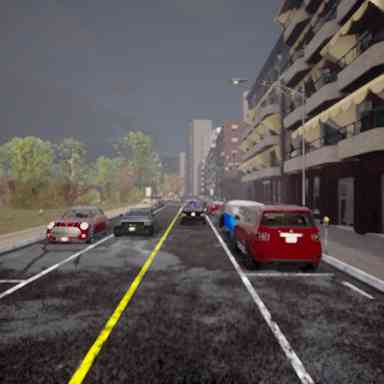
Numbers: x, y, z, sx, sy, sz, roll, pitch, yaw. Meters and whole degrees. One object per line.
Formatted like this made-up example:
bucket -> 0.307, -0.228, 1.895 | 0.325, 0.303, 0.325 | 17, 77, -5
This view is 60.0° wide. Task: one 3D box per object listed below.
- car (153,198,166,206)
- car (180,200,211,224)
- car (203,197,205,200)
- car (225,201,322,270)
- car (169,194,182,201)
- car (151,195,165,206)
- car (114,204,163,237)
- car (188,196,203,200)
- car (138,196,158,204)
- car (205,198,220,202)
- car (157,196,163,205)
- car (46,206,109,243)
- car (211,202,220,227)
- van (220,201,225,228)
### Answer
car -> -5.371, 1.624, 55.496 | 1.802, 1.307, 4.206 | 1, 0, 0
car -> 0.075, 1.561, 24.678 | 2.033, 1.411, 5.357 | 0, 0, 0
car -> 2.528, 1.591, 39.285 | 1.947, 1.339, 4.313 | 1, 0, 0
car -> 2.563, 1.320, 10.980 | 2.192, 1.841, 5.009 | 1, 0, 0
car -> -2.817, 1.015, 58.449 | 2.097, 1.767, 4.553 | 0, 0, 0
car -> -5.362, 1.351, 49.841 | 2.192, 1.841, 5.009 | 1, 0, 0
car -> -2.869, 1.573, 17.913 | 1.994, 1.385, 4.181 | 0, 0, 0
car -> 0.053, 1.553, 41.668 | 1.812, 1.442, 4.674 | 0, 0, 0
car -> -5.351, 1.550, 38.363 | 1.752, 1.417, 4.829 | 1, 0, 0
car -> 2.535, 1.565, 33.624 | 1.887, 1.381, 4.507 | 1, 0, 0
car -> -5.358, 1.581, 44.188 | 2.008, 1.369, 4.403 | 1, 0, 0
car -> -5.324, 1.448, 15.918 | 1.967, 1.590, 4.097 | 1, 0, 0
car -> 2.548, 1.578, 22.302 | 1.947, 1.339, 4.313 | 1, 0, 0
van -> 2.556, 1.349, 16.641 | 1.690, 1.788, 3.998 | 1, 0, 0
